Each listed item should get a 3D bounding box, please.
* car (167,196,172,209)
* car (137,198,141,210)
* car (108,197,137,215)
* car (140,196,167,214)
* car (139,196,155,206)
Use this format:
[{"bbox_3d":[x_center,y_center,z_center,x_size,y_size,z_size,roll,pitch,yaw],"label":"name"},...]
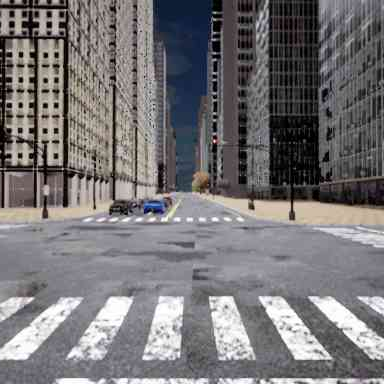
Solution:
[{"bbox_3d":[-4.059,1.574,44.567,1.895,1.301,4.718,0,0,-1],"label":"car"},{"bbox_3d":[-7.283,1.465,42.864,2.128,1.511,4.902,0,0,-1],"label":"car"},{"bbox_3d":[-7.125,1.486,33.717,1.837,1.490,4.892,0,0,-1],"label":"car"},{"bbox_3d":[-3.898,1.459,34.634,1.882,1.535,5.008,0,0,-2],"label":"car"},{"bbox_3d":[-7.500,1.451,56.115,2.128,1.511,4.902,0,0,-1],"label":"car"}]
